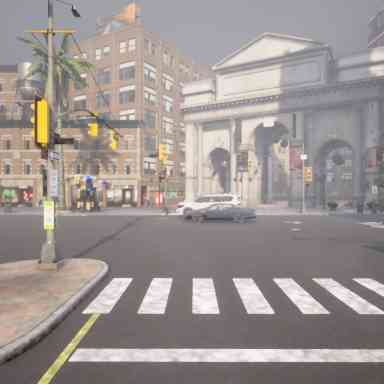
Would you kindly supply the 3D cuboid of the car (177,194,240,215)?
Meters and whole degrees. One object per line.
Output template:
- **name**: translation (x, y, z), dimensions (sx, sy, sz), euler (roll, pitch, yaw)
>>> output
- **car**: translation (1.507, 1.222, 28.315), dimensions (5.566, 2.045, 2.150), euler (0, 0, 0)

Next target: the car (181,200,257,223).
- **car**: translation (2.082, 1.547, 24.810), dimensions (5.357, 1.411, 2.033), euler (0, 0, 0)
